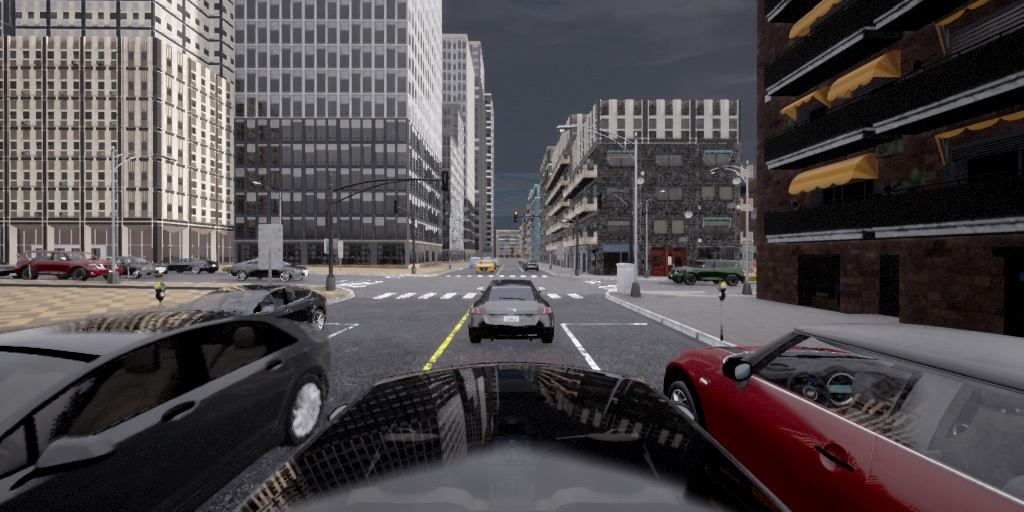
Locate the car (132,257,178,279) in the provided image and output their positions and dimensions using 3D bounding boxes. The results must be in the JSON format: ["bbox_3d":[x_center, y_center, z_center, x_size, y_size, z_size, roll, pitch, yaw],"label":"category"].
[{"bbox_3d":[-26.760,0.773,24.842,4.902,1.511,2.128,1,0,-1],"label":"car"}]

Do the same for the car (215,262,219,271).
[{"bbox_3d":[-22.131,0.880,30.788,4.829,1.417,1.751,0,0,-1],"label":"car"}]

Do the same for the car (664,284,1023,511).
[{"bbox_3d":[2.692,1.190,2.521,1.967,1.591,4.097,0,0,0],"label":"car"}]

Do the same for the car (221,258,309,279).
[{"bbox_3d":[-16.798,0.959,24.990,4.902,1.511,2.128,1,0,-1],"label":"car"}]

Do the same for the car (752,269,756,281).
[{"bbox_3d":[21.277,1.698,31.325,4.829,1.417,1.751,0,0,-1],"label":"car"}]

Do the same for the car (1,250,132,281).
[{"bbox_3d":[-27.446,0.591,22.241,5.009,1.841,2.192,0,0,-1],"label":"car"}]

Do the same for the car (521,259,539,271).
[{"bbox_3d":[2.553,1.319,47.411,1.948,1.339,4.313,0,0,0],"label":"car"}]

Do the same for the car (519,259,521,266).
[{"bbox_3d":[2.522,1.301,57.378,1.888,1.381,4.507,0,0,0],"label":"car"}]

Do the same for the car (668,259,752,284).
[{"bbox_3d":[15.501,1.290,28.647,5.566,2.045,2.150,1,0,-1],"label":"car"}]

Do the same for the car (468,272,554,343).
[{"bbox_3d":[-0.020,1.314,9.675,1.994,1.385,4.181,0,0,0],"label":"car"}]

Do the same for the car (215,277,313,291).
[{"bbox_3d":[-5.705,1.315,7.740,1.948,1.339,4.313,0,0,0],"label":"car"}]

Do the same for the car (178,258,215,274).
[{"bbox_3d":[-27.575,0.815,30.622,4.313,1.339,1.948,0,0,-1],"label":"car"}]

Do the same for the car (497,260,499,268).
[{"bbox_3d":[-3.252,1.247,53.468,2.128,1.511,4.902,0,0,0],"label":"car"}]

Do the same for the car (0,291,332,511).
[{"bbox_3d":[-3.094,1.255,2.449,1.837,1.490,4.892,0,0,0],"label":"car"}]

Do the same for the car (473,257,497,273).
[{"bbox_3d":[-3.225,1.230,43.397,1.882,1.535,5.008,0,0,0],"label":"car"}]

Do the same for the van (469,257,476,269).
[{"bbox_3d":[-5.859,1.097,57.351,1.690,1.789,3.998,0,0,0],"label":"van"}]
